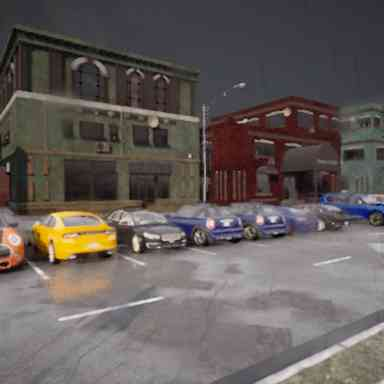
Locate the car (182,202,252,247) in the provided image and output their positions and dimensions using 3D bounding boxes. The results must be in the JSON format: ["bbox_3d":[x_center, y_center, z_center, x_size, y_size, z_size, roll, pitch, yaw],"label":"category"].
[{"bbox_3d":[0.176,1.302,15.095,2.185,1.767,4.553,0,0,-35],"label":"car"}]

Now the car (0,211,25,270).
[{"bbox_3d":[-6.652,1.323,10.313,2.185,1.767,4.553,0,0,-35],"label":"car"}]

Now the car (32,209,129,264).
[{"bbox_3d":[-4.365,1.441,11.897,2.097,1.535,5.008,0,0,-35],"label":"car"}]

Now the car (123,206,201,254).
[{"bbox_3d":[-2.108,1.435,13.515,2.231,1.521,4.892,0,0,-35],"label":"car"}]

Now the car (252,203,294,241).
[{"bbox_3d":[2.442,1.297,16.707,2.185,1.767,4.553,0,0,-35],"label":"car"}]

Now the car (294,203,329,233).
[{"bbox_3d":[4.690,1.459,18.342,2.002,1.452,4.674,0,0,-35],"label":"car"}]

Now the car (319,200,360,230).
[{"bbox_3d":[6.955,1.417,19.951,2.231,1.521,4.892,0,0,-35],"label":"car"}]

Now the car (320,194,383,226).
[{"bbox_3d":[11.497,1.162,23.155,2.435,2.045,5.566,0,0,-35],"label":"car"}]
